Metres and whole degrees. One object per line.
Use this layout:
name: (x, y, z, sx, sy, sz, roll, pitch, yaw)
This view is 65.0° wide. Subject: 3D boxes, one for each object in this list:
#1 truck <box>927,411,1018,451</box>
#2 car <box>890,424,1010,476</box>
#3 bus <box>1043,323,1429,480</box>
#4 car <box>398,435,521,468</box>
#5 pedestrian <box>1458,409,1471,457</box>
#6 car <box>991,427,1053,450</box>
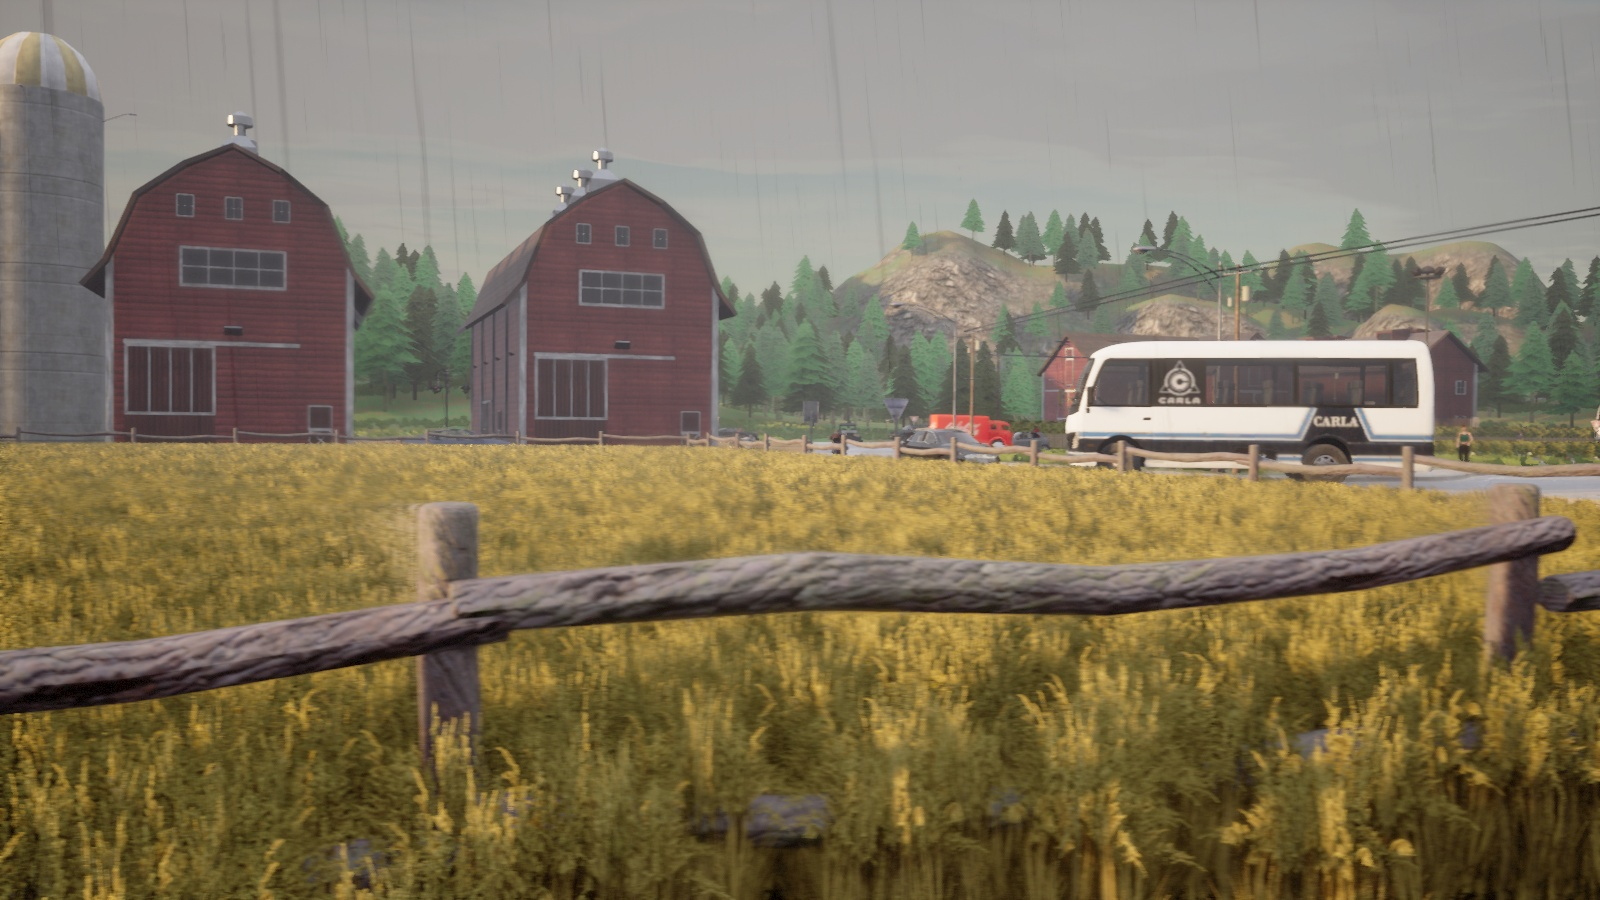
truck: (11.059, -1.221, 80.659, 5.204, 2.467, 2.627, 1, 1, -8)
car: (5.023, -0.044, 42.760, 2.033, 1.649, 4.856, -1, 1, -21)
bus: (12.489, -1.348, 37.186, 10.273, 4.253, 3.944, -1, 1, 10)
car: (-16.099, 0.051, 59.377, 5.357, 1.411, 2.033, -1, 1, -24)
pedestrian: (25.496, -0.657, 48.179, 0.345, 1.836, 0.594, 0, 1, 39)
car: (14.747, -0.768, 83.664, 3.633, 1.501, 1.845, -1, 1, -13)
